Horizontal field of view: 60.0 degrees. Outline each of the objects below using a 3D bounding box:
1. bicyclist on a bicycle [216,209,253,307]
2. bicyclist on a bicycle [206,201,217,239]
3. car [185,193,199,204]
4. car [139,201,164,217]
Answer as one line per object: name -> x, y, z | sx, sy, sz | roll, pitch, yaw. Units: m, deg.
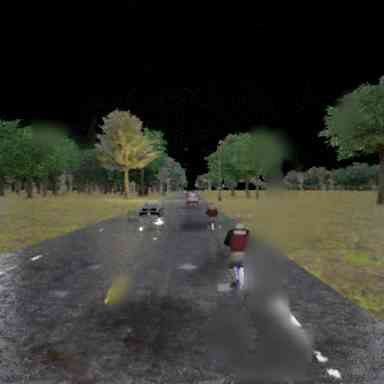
bicyclist on a bicycle -> 0.961, 1.354, 7.055 | 0.659, 1.776, 1.843 | 0, 0, 0
bicyclist on a bicycle -> 0.964, 1.332, 16.022 | 0.659, 1.776, 1.843 | 0, 0, 0
car -> 0.115, 1.288, 56.904 | 1.994, 1.385, 4.181 | 0, 0, 0
car -> -3.589, 1.516, 29.968 | 1.895, 1.301, 4.718 | 0, 0, 0
